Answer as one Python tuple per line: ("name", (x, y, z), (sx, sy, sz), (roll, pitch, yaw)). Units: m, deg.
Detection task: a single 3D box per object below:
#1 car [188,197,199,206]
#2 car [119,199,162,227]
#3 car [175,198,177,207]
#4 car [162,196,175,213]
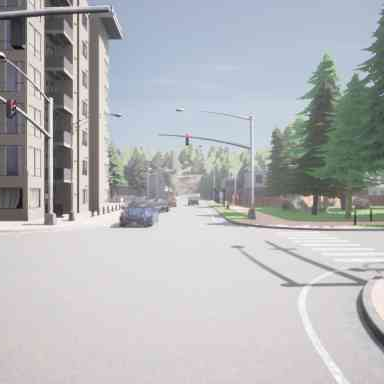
("car", (0.225, 1.547, 55.778), (2.033, 1.411, 5.357), (0, 0, 0))
("car", (-3.508, 1.351, 22.517), (2.097, 1.767, 4.553), (0, 0, 0))
("car", (-3.378, 1.352, 49.834), (2.097, 1.767, 4.553), (0, 0, 1))
("car", (-3.445, 1.493, 37.203), (2.128, 1.511, 4.902), (0, 0, 0))
